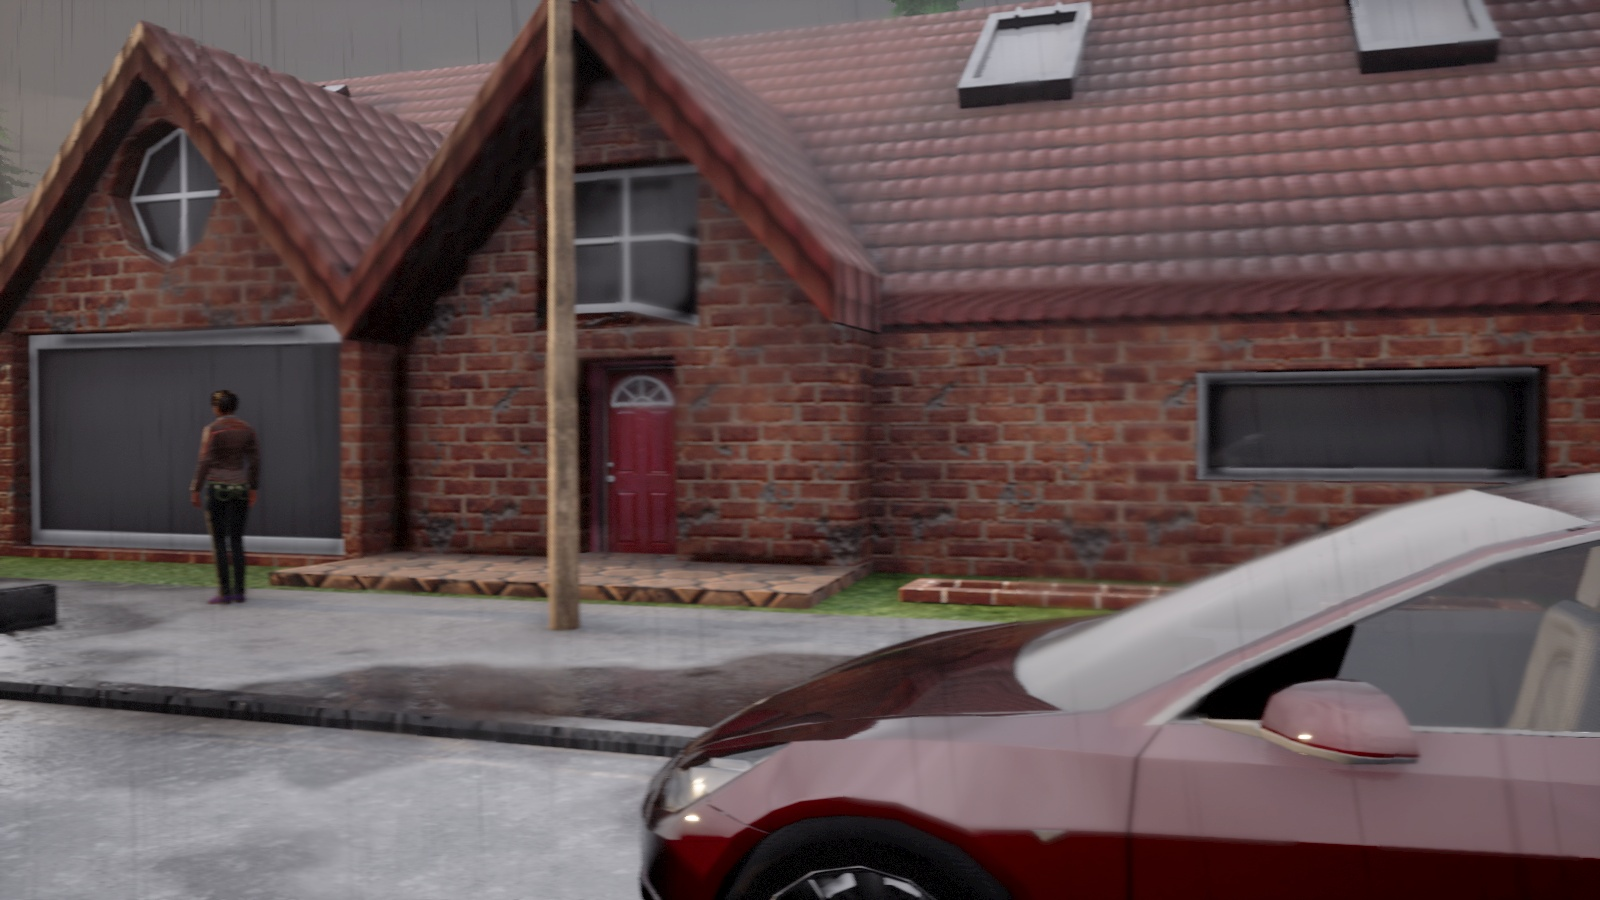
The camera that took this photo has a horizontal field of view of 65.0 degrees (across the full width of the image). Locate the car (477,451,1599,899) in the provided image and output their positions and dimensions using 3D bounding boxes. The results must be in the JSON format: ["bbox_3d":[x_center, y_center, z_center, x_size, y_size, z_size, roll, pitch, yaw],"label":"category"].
[{"bbox_3d":[1.892,0.784,3.088,4.792,1.488,2.163,1,1,18],"label":"car"}]

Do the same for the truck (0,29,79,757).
[{"bbox_3d":[-7.890,-0.287,6.349,7.936,3.462,2.891,1,1,20],"label":"truck"}]

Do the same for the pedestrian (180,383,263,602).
[{"bbox_3d":[-4.977,0.345,10.796,0.869,1.805,0.328,1,1,42],"label":"pedestrian"}]
